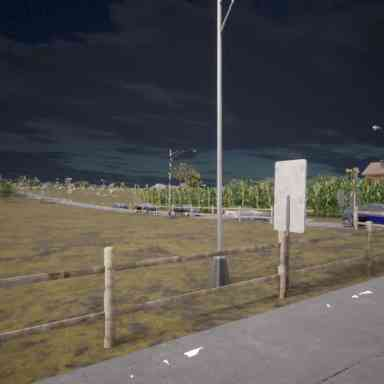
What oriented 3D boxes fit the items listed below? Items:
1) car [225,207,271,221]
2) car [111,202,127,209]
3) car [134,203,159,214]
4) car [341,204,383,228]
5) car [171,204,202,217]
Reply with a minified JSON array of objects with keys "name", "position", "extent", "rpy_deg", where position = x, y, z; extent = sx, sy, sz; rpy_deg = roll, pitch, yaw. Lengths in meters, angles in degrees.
[{"name":"car","position":[5.396,2.081,31.762],"extent":[1.895,1.301,4.718],"rpy_deg":[3,-3,-35]},{"name":"car","position":[-14.124,2.598,64.258],"extent":[1.994,1.385,4.181],"rpy_deg":[3,-1,-35]},{"name":"car","position":[-6.701,2.341,48.810],"extent":[1.882,1.535,5.008],"rpy_deg":[3,-2,-35]},{"name":"car","position":[12.571,1.582,22.288],"extent":[2.097,1.767,4.553],"rpy_deg":[3,-3,-40]},{"name":"car","position":[-0.768,2.202,40.431],"extent":[1.837,1.490,4.892],"rpy_deg":[3,-3,-35]}]
